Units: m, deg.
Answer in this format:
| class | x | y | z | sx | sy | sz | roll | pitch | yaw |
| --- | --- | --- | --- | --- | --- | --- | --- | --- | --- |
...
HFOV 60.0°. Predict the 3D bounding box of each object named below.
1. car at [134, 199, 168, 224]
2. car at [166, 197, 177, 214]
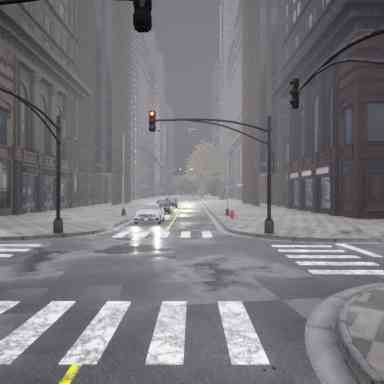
| class | x | y | z | sx | sy | sz | roll | pitch | yaw |
| --- | --- | --- | --- | --- | --- | --- | --- | --- | --- |
| car | -3.060 | 1.525 | 24.588 | 1.812 | 1.442 | 4.674 | 0 | 0 | 0 |
| car | -3.044 | 1.550 | 34.998 | 2.033 | 1.411 | 5.357 | 0 | 0 | 0 |
